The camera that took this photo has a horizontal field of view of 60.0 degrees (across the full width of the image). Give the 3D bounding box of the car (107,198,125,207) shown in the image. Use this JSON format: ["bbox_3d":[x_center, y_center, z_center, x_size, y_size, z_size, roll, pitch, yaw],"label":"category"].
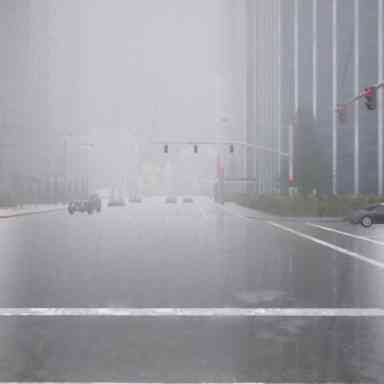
[{"bbox_3d":[-11.238,1.564,49.383,1.994,1.385,4.181,0,0,0],"label":"car"}]

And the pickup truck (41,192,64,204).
[{"bbox_3d":[-24.365,1.059,60.024,2.390,2.098,6.274,0,0,30],"label":"pickup truck"}]

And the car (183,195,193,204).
[{"bbox_3d":[-0.790,1.526,65.341,1.812,1.442,4.674,0,0,-1],"label":"car"}]

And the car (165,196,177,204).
[{"bbox_3d":[-4.187,1.601,65.000,1.895,1.301,4.718,0,0,0],"label":"car"}]

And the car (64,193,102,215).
[{"bbox_3d":[-11.110,1.222,34.883,2.150,2.045,5.566,0,0,-1],"label":"car"}]

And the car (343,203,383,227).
[{"bbox_3d":[12.618,1.505,22.088,4.892,1.490,1.837,0,0,0],"label":"car"}]

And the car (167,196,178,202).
[{"bbox_3d":[-4.378,1.540,75.261,2.033,1.411,5.357,0,0,-1],"label":"car"}]

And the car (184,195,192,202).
[{"bbox_3d":[-0.882,1.387,75.592,1.882,1.535,5.008,0,0,-1],"label":"car"}]

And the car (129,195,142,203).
[{"bbox_3d":[-11.317,1.351,66.613,2.097,1.767,4.553,0,0,0],"label":"car"}]
